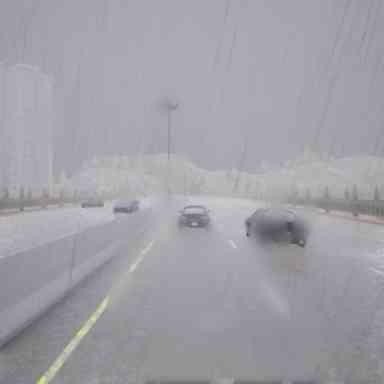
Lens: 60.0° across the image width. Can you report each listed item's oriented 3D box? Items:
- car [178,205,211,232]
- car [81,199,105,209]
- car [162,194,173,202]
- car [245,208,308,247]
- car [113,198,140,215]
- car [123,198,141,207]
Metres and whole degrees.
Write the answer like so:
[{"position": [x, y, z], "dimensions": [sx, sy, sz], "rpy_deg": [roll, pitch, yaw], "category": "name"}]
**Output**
[{"position": [0.158, 1.526, 20.037], "dimensions": [1.812, 1.442, 4.674], "rpy_deg": [0, 0, 1], "category": "car"}, {"position": [-13.408, 1.601, 45.082], "dimensions": [1.895, 1.301, 4.718], "rpy_deg": [0, 0, 2], "category": "car"}, {"position": [-5.470, 1.330, 74.580], "dimensions": [2.097, 1.767, 4.553], "rpy_deg": [0, 0, 2], "category": "car"}, {"position": [3.615, 1.478, 15.015], "dimensions": [1.882, 1.535, 5.008], "rpy_deg": [0, 0, 0], "category": "car"}, {"position": [-6.732, 1.478, 34.216], "dimensions": [1.882, 1.535, 5.008], "rpy_deg": [0, 0, 2], "category": "car"}, {"position": [-9.638, 1.601, 53.514], "dimensions": [1.895, 1.301, 4.718], "rpy_deg": [0, 0, 2], "category": "car"}]
